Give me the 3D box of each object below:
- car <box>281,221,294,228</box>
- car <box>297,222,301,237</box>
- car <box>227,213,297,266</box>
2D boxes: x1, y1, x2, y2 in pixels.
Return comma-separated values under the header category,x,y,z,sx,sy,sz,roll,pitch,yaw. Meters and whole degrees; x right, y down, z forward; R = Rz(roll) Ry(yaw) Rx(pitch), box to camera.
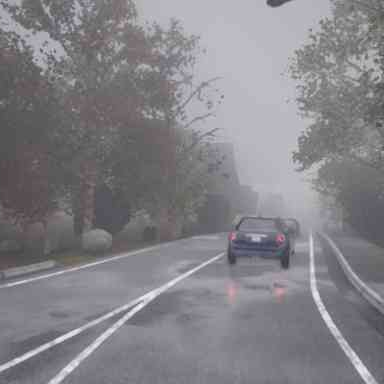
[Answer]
category,x,y,z,sx,sy,sz,roll,pitch,yaw
car,19.877,6.805,68.960,1.895,1.301,4.718,0,-5,25
car,7.849,2.854,27.184,2.033,1.411,5.357,0,-5,20
car,2.863,1.697,13.120,2.097,1.767,4.553,0,-3,20
